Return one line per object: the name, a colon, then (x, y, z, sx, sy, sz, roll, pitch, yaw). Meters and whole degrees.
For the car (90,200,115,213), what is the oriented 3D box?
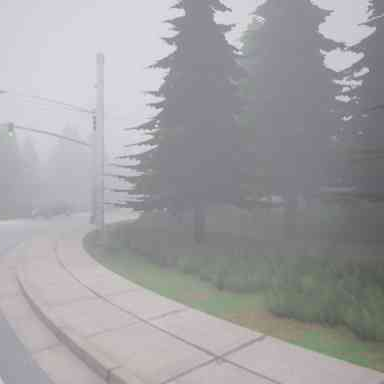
car: (-10.447, 1.684, 40.351, 1.812, 1.442, 4.674, 0, 0, 15)

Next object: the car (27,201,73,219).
car: (-12.916, 1.603, 30.616, 2.128, 1.511, 4.902, 0, 0, 13)
